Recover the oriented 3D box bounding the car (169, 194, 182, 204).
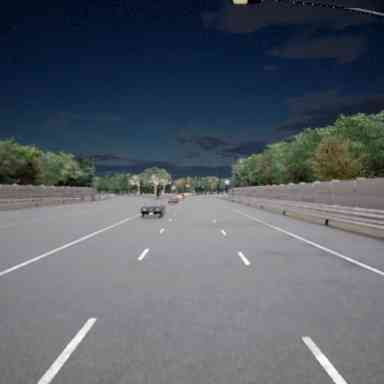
[{"bbox_3d":[-3.486,1.504,63.845,2.033,1.411,5.357,0,0,0],"label":"car"}]

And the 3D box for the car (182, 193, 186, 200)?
[{"bbox_3d":[-3.481,1.286,89.323,2.097,1.767,4.553,0,0,0],"label":"car"}]

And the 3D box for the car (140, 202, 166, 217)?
[{"bbox_3d":[-3.493,1.546,30.733,1.895,1.301,4.718,0,0,0],"label":"car"}]
